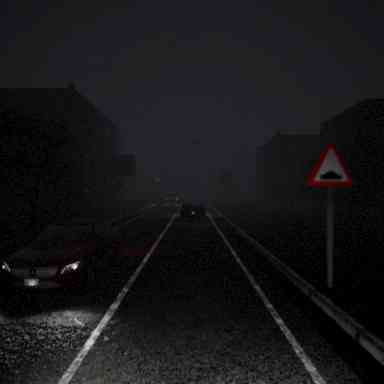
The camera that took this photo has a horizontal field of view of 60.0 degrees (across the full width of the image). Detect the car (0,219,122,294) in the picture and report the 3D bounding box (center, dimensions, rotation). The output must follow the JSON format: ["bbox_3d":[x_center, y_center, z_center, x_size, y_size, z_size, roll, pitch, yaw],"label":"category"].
[{"bbox_3d":[-3.103,1.479,8.788,1.812,1.442,4.674,0,0,0],"label":"car"}]

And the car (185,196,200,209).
[{"bbox_3d":[0.080,1.257,41.992,1.812,1.442,4.674,0,1,0],"label":"car"}]

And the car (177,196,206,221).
[{"bbox_3d":[0.082,1.334,25.852,1.882,1.535,5.008,0,0,0],"label":"car"}]

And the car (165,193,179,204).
[{"bbox_3d":[-3.084,0.988,52.003,2.097,1.767,4.553,0,1,0],"label":"car"}]
